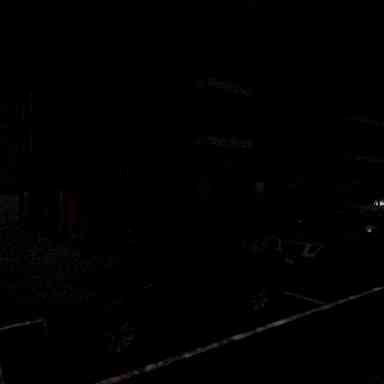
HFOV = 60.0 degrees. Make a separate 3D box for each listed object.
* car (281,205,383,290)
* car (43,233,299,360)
[{"bbox_3d":[4.335,1.314,9.280,5.009,1.841,2.192,0,0,-36],"label":"car"},{"bbox_3d":[-0.291,1.565,5.981,4.313,1.339,1.947,0,0,-36],"label":"car"}]
